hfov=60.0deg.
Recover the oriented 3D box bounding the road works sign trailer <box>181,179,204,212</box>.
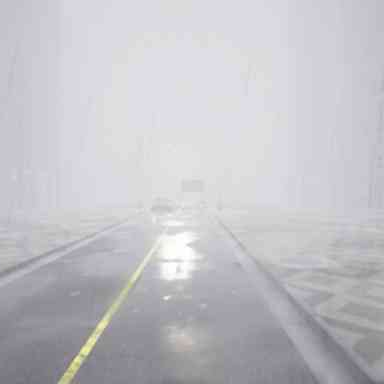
[{"bbox_3d":[0.001,0.386,37.223,2.380,3.560,2.880,0,0,0],"label":"road works sign trailer"}]

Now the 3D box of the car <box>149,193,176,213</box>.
[{"bbox_3d":[-3.090,1.278,35.219,2.097,1.767,4.553,0,0,0],"label":"car"}]

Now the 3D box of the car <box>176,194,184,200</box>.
[{"bbox_3d":[-2.998,1.101,77.221,1.882,1.535,5.008,0,0,0],"label":"car"}]
